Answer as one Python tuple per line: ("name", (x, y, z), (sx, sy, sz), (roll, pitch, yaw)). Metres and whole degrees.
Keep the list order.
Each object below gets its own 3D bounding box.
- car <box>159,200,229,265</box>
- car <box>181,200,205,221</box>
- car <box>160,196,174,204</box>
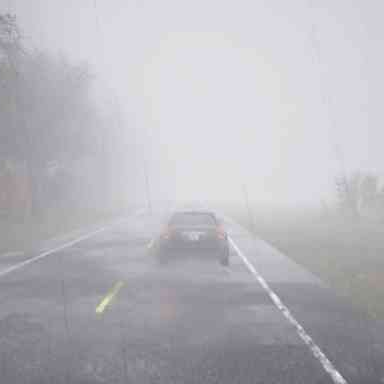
("car", (0.069, 1.329, 11.682), (2.097, 1.767, 4.553), (0, 0, 0))
("car", (0.074, 1.469, 27.956), (1.812, 1.442, 4.674), (0, 0, 0))
("car", (-3.584, 1.372, 48.883), (1.882, 1.535, 5.008), (0, 0, 0))
